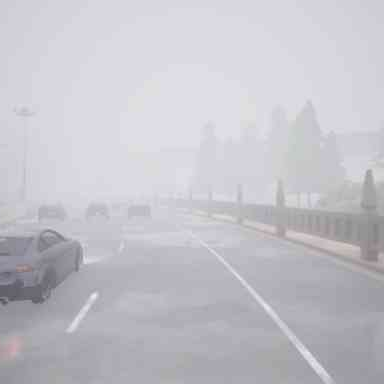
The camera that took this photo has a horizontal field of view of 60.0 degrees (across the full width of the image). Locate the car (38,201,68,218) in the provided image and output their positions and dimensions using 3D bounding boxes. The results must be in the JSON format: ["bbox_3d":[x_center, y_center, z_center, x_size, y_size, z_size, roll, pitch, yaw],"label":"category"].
[{"bbox_3d":[-11.504,1.507,27.688,1.882,1.535,5.008,0,0,-17],"label":"car"}]

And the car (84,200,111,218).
[{"bbox_3d":[-8.625,1.533,30.174,1.837,1.490,4.892,0,0,-17],"label":"car"}]

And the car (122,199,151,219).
[{"bbox_3d":[-4.916,1.501,29.932,1.882,1.535,5.008,0,0,-17],"label":"car"}]

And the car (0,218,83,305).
[{"bbox_3d":[-4.053,1.573,8.137,1.994,1.385,4.181,0,0,-6],"label":"car"}]

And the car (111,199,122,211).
[{"bbox_3d":[-9.182,1.561,41.489,1.812,1.442,4.674,0,0,-23],"label":"car"}]
